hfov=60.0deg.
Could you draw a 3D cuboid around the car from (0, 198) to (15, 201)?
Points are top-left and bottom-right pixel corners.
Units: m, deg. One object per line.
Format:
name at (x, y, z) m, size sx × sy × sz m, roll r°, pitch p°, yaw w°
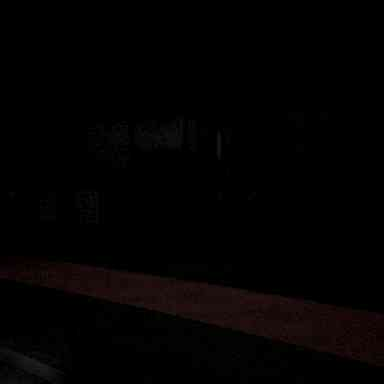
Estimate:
car at (-18.240, 1.348, 31.354) m, size 1.837 × 1.490 × 4.892 m, roll 0°, pitch 0°, yaw 23°
